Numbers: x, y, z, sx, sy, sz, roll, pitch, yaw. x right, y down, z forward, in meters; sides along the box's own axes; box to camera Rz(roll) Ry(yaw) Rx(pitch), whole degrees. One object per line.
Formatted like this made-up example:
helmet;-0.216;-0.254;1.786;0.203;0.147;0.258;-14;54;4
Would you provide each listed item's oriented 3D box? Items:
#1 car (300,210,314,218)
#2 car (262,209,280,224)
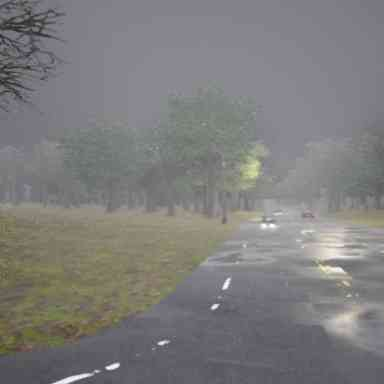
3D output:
car;20.841;3.990;60.259;1.812;1.442;4.674;-2;-2;12
car;10.711;3.609;46.378;2.128;1.511;4.902;-2;-3;13
